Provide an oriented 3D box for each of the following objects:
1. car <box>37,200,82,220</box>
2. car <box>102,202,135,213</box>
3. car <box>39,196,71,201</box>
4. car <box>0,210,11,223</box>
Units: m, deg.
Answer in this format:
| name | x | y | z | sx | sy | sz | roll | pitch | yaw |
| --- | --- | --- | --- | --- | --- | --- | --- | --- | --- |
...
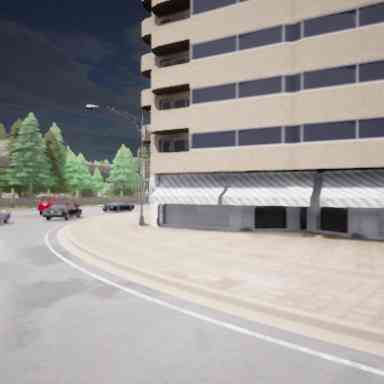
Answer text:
| name | x | y | z | sx | sy | sz | roll | pitch | yaw |
| --- | --- | --- | --- | --- | --- | --- | --- | --- | --- |
| car | -11.428 | 1.694 | 29.555 | 2.033 | 1.411 | 5.357 | 0 | 0 | -1 |
| car | -9.137 | 1.850 | 41.584 | 1.895 | 1.301 | 4.718 | 0 | 0 | 22 |
| car | -14.337 | 1.398 | 36.015 | 2.150 | 2.045 | 5.566 | 0 | 0 | 10 |
| car | -14.387 | 1.683 | 23.282 | 1.895 | 1.301 | 4.718 | 0 | 0 | -11 |
